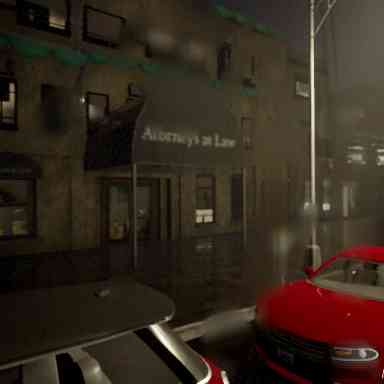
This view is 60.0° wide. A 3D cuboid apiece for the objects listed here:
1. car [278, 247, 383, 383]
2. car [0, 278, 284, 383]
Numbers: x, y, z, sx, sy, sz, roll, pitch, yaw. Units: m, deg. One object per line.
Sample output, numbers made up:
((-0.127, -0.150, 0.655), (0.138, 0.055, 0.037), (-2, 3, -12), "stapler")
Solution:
((2.838, 1.542, 4.927), (4.507, 1.381, 1.887), (0, 0, -36), "car")
((-1.671, 1.440, 1.694), (4.097, 1.590, 1.967), (0, 0, -36), "car")
